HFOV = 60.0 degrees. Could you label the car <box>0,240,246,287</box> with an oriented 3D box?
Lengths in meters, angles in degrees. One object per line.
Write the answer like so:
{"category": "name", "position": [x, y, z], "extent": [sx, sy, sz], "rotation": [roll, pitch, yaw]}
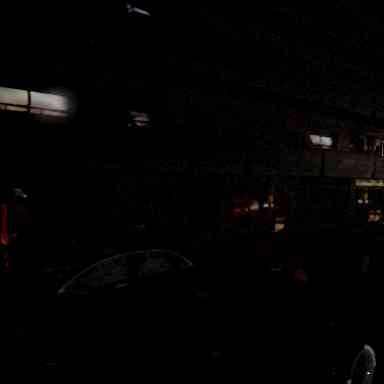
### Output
{"category": "car", "position": [-1.446, 1.549, 5.533], "extent": [4.403, 1.369, 2.008], "rotation": [0, 0, -35]}

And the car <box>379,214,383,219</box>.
{"category": "car", "position": [7.554, 1.429, 11.951], "extent": [4.097, 1.590, 1.967], "rotation": [0, 0, -35]}

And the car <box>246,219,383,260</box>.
{"category": "car", "position": [3.053, 1.538, 8.742], "extent": [4.507, 1.381, 1.887], "rotation": [0, 0, -35]}

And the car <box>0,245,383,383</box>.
{"category": "car", "position": [0.191, 1.599, 3.493], "extent": [4.718, 1.301, 1.895], "rotation": [0, 0, -35]}
